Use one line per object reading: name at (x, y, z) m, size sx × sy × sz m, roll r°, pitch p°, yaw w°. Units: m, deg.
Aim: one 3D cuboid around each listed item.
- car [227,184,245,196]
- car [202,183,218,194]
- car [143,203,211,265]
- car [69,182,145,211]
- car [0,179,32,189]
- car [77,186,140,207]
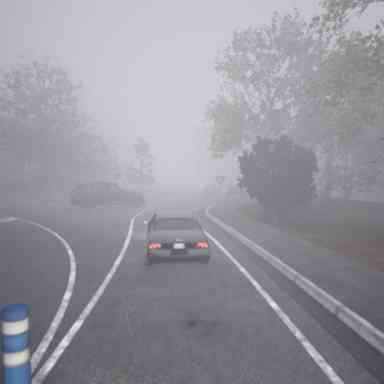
car at (5.397, -0.271, 40.493) m, size 2.033 × 1.411 × 5.357 m, roll 1°, pitch 3°, yaw 13°
car at (2.423, -0.517, 44.935) m, size 1.994 × 1.385 × 4.181 m, roll 0°, pitch 3°, yaw 1°
car at (-0.589, 1.319, 10.884) m, size 2.033 × 1.411 × 5.357 m, roll 0°, pitch 2°, yaw -6°
car at (-6.470, 0.250, 25.565) m, size 5.566 × 2.045 × 2.150 m, roll -1°, pitch 4°, yaw -22°
car at (-29.950, -1.340, 55.552) m, size 2.097 × 1.767 × 4.553 m, roll 2°, pitch 4°, yaw 37°
car at (-7.193, 0.331, 28.694) m, size 5.008 × 1.535 × 1.882 m, roll -1°, pitch 4°, yaw -25°
